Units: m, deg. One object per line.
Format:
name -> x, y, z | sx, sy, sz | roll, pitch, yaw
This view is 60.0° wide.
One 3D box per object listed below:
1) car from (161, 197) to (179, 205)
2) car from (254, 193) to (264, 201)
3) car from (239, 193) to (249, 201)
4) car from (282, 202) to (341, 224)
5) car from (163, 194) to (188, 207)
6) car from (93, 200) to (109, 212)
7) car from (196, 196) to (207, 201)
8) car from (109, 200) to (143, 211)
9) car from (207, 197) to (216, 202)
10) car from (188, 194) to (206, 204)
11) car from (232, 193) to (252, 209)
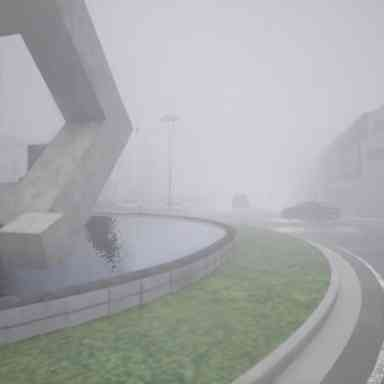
car -> -4.219, 1.764, 65.323 | 2.128, 1.511, 4.902 | -1, 0, 15
car -> 17.582, 1.651, 89.085 | 1.994, 1.385, 4.181 | -1, 0, 15
car -> 14.211, 1.366, 90.042 | 2.150, 2.045, 5.566 | -1, 0, 15
car -> 8.773, 1.481, 24.901 | 2.128, 1.511, 4.902 | 0, 0, -24
car -> -2.893, 1.582, 57.189 | 2.097, 1.767, 4.553 | -1, 0, 16
car -> -12.066, 1.838, 44.875 | 2.033, 1.411, 5.357 | -1, 0, 32
car -> 2.734, 1.871, 91.604 | 1.895, 1.301, 4.718 | -1, 0, 15
car -> -8.398, 1.774, 44.434 | 1.812, 1.442, 4.674 | -1, 0, 30
car -> 4.935, 1.835, 86.234 | 1.895, 1.301, 4.718 | -1, 0, 15
car -> 1.031, 1.712, 71.472 | 1.882, 1.535, 5.008 | -1, 0, 15
car -> 6.922, 1.307, 47.092 | 2.150, 2.045, 5.566 | -1, 0, 11
